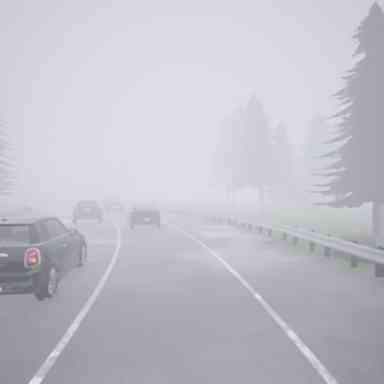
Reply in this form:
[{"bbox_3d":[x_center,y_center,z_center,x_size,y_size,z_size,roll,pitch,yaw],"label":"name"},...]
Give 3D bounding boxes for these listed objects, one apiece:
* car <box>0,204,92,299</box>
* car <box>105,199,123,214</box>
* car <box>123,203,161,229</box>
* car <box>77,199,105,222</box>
[{"bbox_3d":[-4.156,1.370,8.522,2.097,1.767,4.553,0,0,-6],"label":"car"},{"bbox_3d":[-8.869,1.536,36.693,2.163,1.488,4.792,0,0,-25],"label":"car"},{"bbox_3d":[-3.321,1.487,22.193,1.882,1.535,5.008,0,0,-15],"label":"car"},{"bbox_3d":[-8.326,1.385,26.434,2.097,1.767,4.553,0,0,-19],"label":"car"}]
